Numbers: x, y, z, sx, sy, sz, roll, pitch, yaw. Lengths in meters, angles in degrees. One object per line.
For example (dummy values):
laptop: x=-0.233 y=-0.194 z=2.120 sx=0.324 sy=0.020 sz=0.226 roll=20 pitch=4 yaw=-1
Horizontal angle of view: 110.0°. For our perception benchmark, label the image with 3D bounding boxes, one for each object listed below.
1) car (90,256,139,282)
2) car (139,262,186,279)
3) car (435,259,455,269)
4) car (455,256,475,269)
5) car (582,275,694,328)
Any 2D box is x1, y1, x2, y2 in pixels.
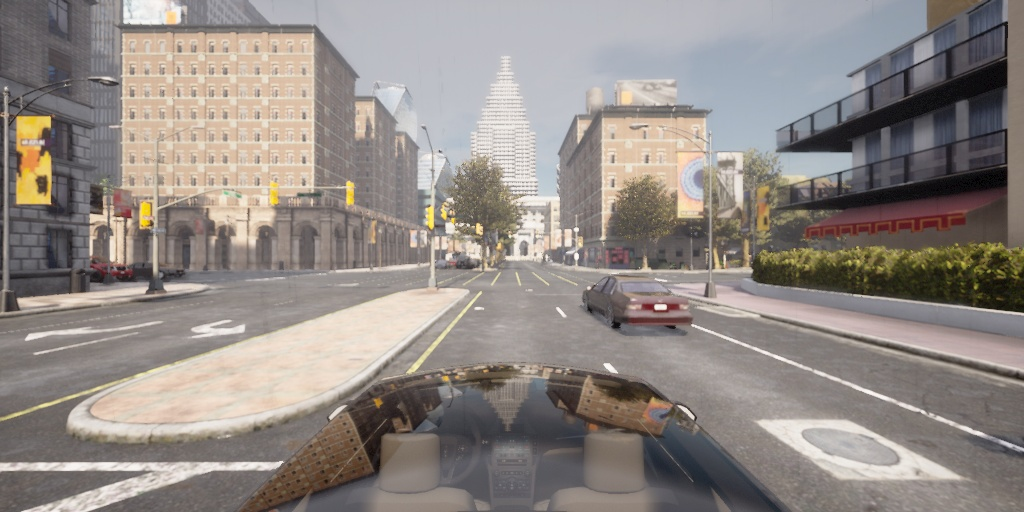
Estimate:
car: x=-34.628 y=1.009 z=29.344 sx=5.566 sy=2.045 sz=2.150 roll=0 pitch=0 yaw=0
car: x=-32.826 y=1.299 z=32.869 sx=4.892 sy=1.490 sz=1.837 roll=0 pitch=0 yaw=0
car: x=-11.514 y=1.392 z=59.960 sx=2.033 sy=1.411 sz=5.357 roll=0 pitch=0 yaw=0
car: x=-8.018 y=1.067 z=60.583 sx=2.150 sy=2.045 sz=5.566 roll=0 pitch=0 yaw=0
car: x=3.619 y=1.315 z=11.369 sx=2.033 sy=1.411 sz=5.357 roll=0 pitch=0 yaw=-1
